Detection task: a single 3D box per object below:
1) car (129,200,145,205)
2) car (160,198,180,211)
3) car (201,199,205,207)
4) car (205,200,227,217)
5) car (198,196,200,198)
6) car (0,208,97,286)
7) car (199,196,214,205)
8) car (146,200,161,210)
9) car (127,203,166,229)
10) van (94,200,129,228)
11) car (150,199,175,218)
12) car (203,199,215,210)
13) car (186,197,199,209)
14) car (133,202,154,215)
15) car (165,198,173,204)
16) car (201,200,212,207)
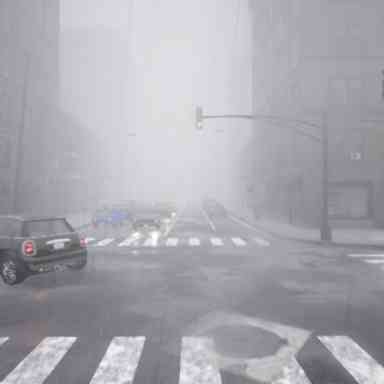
[{"bbox_3d":[-5.856,1.593,29.218,2.192,1.841,5.009,0,-1,0],"label":"car"},{"bbox_3d":[-3.080,1.901,44.703,1.882,1.535,5.008,0,-1,1],"label":"car"},{"bbox_3d":[2.672,2.002,46.022,1.947,1.339,4.313,0,-1,0],"label":"car"},{"bbox_3d":[2.671,1.858,35.004,1.752,1.417,4.829,0,-1,0],"label":"car"},{"bbox_3d":[3.007,1.930,74.630,2.150,2.045,5.566,0,-1,0],"label":"car"},{"bbox_3d":[-5.305,1.448,9.930,4.553,1.767,2.097,0,0,33],"label":"car"},{"bbox_3d":[2.672,1.804,51.618,2.192,1.841,5.009,0,-1,0],"label":"car"},{"bbox_3d":[-5.853,2.012,51.428,1.752,1.417,4.829,0,-1,0],"label":"car"},{"bbox_3d":[-3.122,1.775,23.931,2.033,1.411,5.357,0,-1,-4],"label":"car"},{"bbox_3d":[-5.856,1.566,23.622,1.690,1.788,3.998,0,-1,0],"label":"van"},{"bbox_3d":[-3.096,1.803,34.258,1.882,1.535,5.008,0,-1,0],"label":"car"},{"bbox_3d":[2.672,1.934,40.428,2.008,1.369,4.403,0,-1,0],"label":"car"},{"bbox_3d":[0.060,2.043,54.650,1.812,1.442,4.674,0,-1,0],"label":"car"},{"bbox_3d":[-5.854,1.928,40.407,1.887,1.381,4.507,0,-1,0],"label":"car"},{"bbox_3d":[-5.850,2.352,85.170,1.887,1.381,4.507,0,-1,0],"label":"car"},{"bbox_3d":[2.674,2.176,62.804,1.802,1.307,4.206,0,-1,0],"label":"car"}]
